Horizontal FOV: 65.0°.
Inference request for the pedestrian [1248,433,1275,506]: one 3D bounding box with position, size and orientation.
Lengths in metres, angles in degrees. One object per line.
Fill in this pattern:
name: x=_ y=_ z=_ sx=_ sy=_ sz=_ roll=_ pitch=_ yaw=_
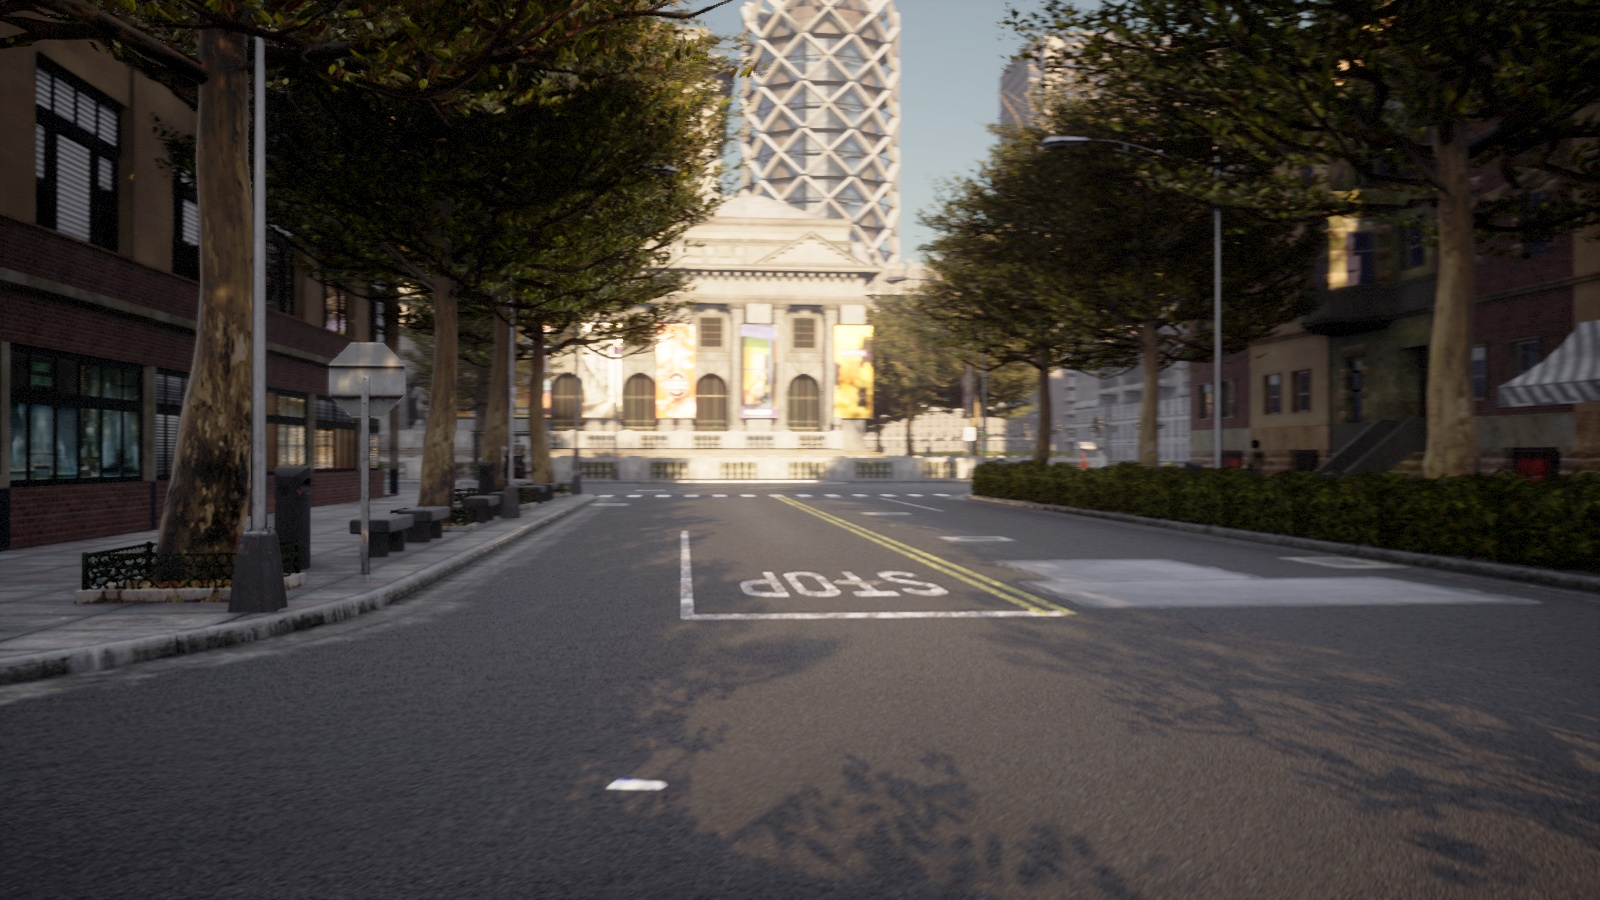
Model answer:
pedestrian: x=12.343 y=0.525 z=33.603 sx=0.396 sy=1.930 sz=0.692 roll=0 pitch=0 yaw=-5
